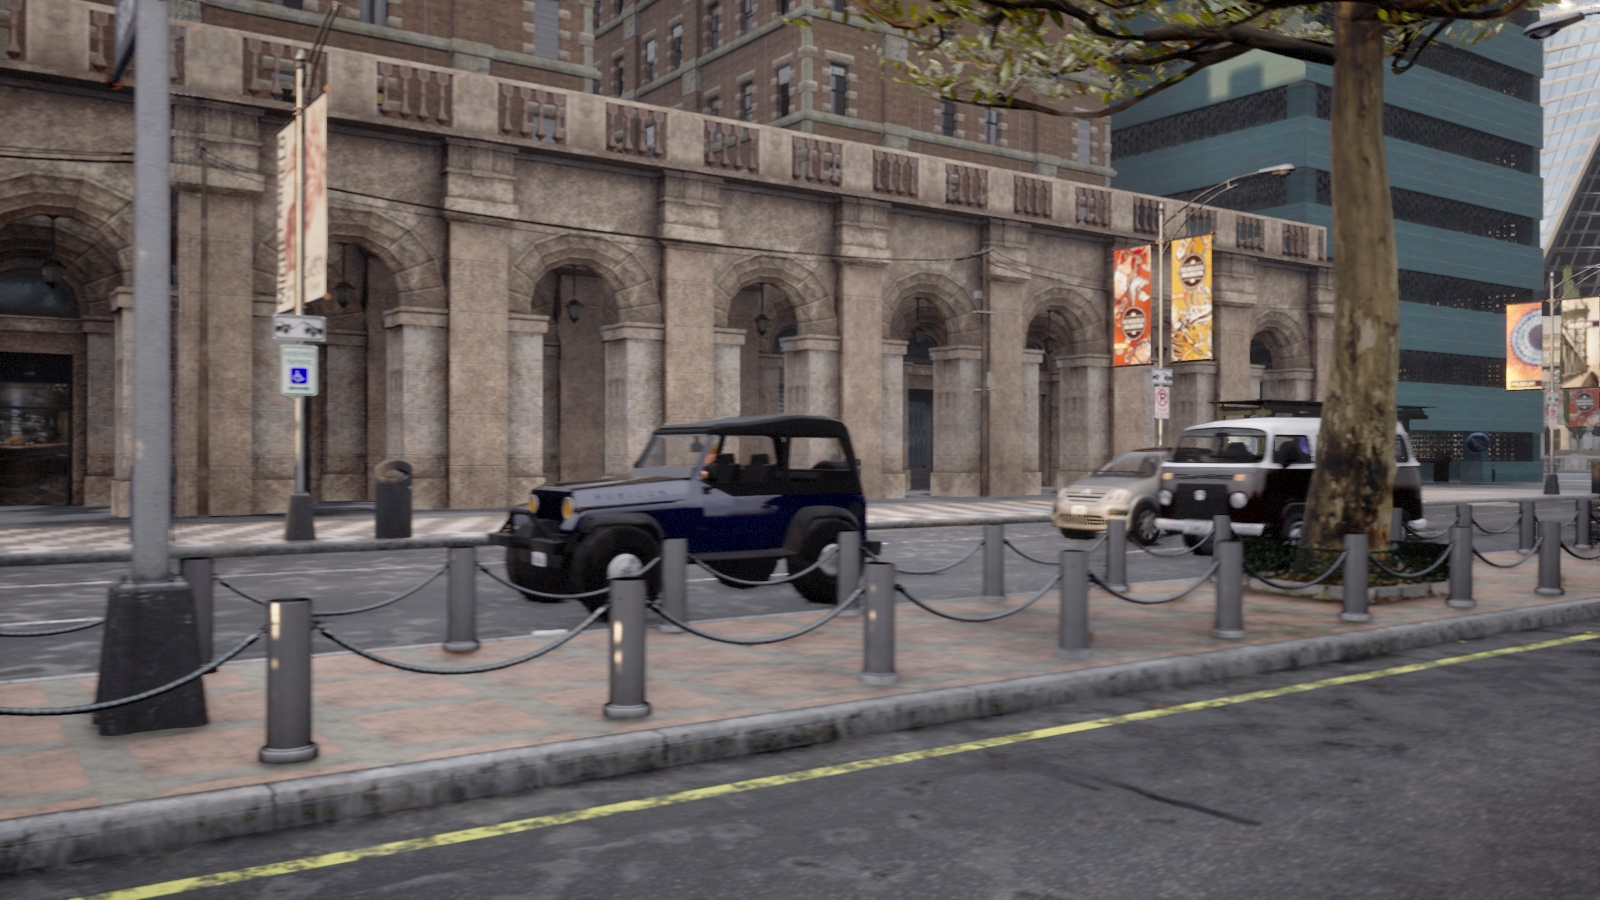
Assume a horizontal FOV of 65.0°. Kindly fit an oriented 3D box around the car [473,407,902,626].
[{"bbox_3d":[-1.078,0.574,12.655,3.866,1.878,1.905,0,0,-35],"label":"car"}]

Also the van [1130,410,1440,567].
[{"bbox_3d":[7.153,0.498,18.386,4.480,2.038,2.069,0,0,-35],"label":"van"}]

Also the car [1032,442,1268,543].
[{"bbox_3d":[6.158,0.684,21.957,3.988,1.617,1.851,0,0,-35],"label":"car"}]
